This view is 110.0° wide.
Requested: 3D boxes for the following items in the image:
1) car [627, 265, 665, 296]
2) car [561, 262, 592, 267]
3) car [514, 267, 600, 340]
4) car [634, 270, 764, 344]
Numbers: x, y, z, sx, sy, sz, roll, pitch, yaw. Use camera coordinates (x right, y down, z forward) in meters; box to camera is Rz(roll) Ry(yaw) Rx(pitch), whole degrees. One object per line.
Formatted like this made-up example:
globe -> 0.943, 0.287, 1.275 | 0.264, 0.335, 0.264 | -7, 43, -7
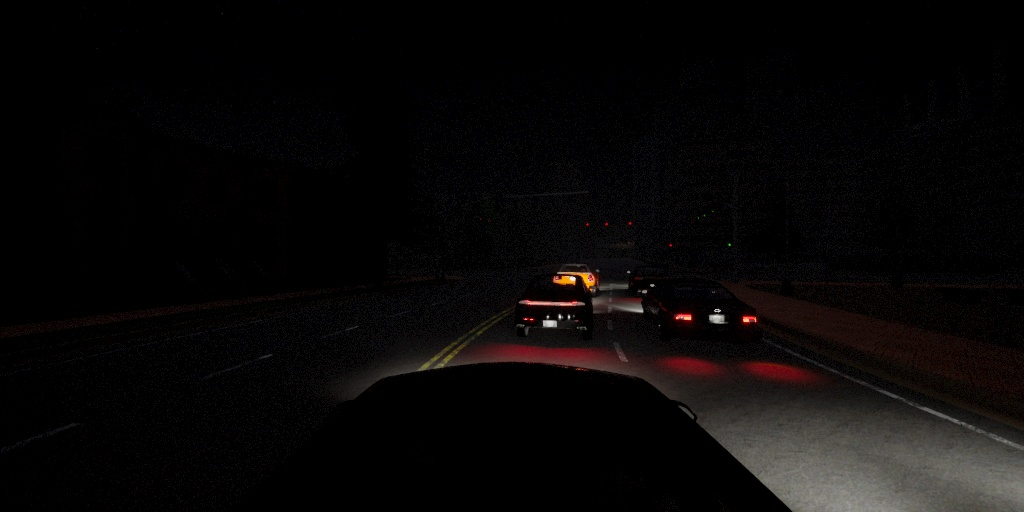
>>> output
car -> 7.254, 1.228, 19.135 | 1.882, 1.535, 5.008 | 0, 0, 16
car -> 3.487, 1.102, 18.963 | 2.097, 1.767, 4.553 | 0, 0, 16
car -> 1.323, 1.242, 10.076 | 2.128, 1.511, 4.902 | 0, 0, 12
car -> 4.696, 1.297, 9.647 | 2.033, 1.411, 5.357 | 0, 0, 13
